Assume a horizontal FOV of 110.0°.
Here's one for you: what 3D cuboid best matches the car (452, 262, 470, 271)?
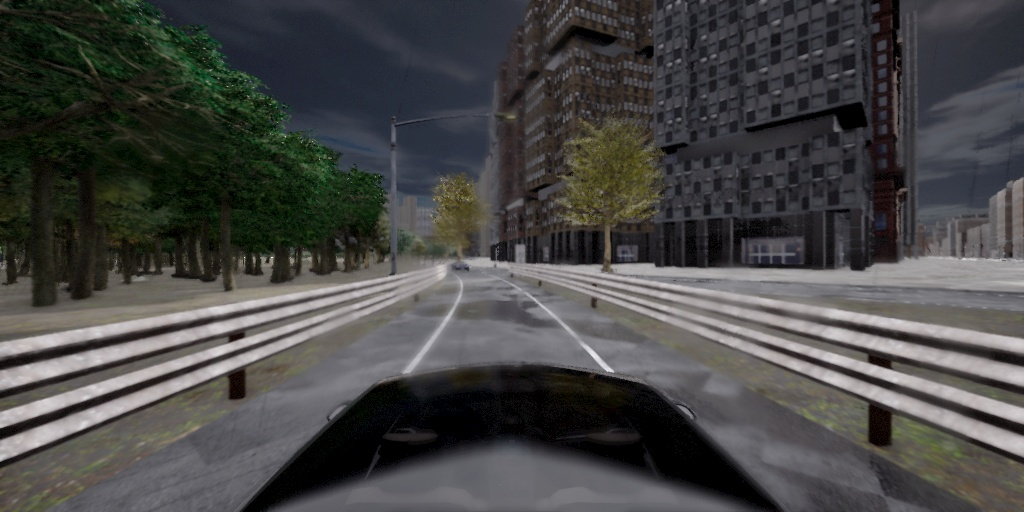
[{"bbox_3d":[-7.136,1.418,49.420,1.895,1.301,4.718,0,0,-18],"label":"car"}]
